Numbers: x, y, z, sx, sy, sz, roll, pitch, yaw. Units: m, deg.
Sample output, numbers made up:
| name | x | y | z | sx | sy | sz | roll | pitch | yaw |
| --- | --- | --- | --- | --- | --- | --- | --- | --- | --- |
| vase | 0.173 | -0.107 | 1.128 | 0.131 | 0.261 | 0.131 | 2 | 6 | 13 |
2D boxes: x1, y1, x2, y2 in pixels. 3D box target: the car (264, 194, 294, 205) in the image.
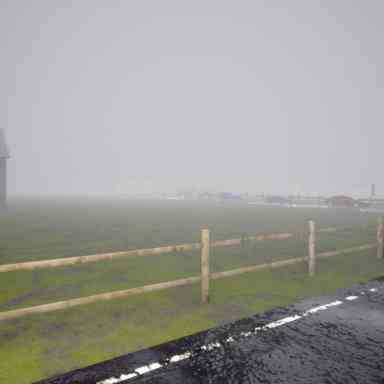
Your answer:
| name | x | y | z | sx | sy | sz | roll | pitch | yaw |
| --- | --- | --- | --- | --- | --- | --- | --- | --- | --- |
| car | 11.996 | 1.020 | 46.127 | 1.994 | 1.385 | 4.181 | 0 | 1 | -34 |

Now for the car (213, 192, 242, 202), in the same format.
| name | x | y | z | sx | sy | sz | roll | pitch | yaw |
| --- | --- | --- | --- | --- | --- | --- | --- | --- | --- |
| car | 6.097 | 0.751 | 54.376 | 1.882 | 1.535 | 5.008 | 0 | 1 | -35 |

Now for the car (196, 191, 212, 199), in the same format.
| name | x | y | z | sx | sy | sz | roll | pitch | yaw |
| --- | --- | --- | --- | --- | --- | --- | --- | --- | --- |
| car | 2.653 | 0.597 | 65.423 | 1.837 | 1.490 | 4.892 | 0 | 1 | -35 |

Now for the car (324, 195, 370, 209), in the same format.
| name | x | y | z | sx | sy | sz | roll | pitch | yaw |
| --- | --- | --- | --- | --- | --- | --- | --- | --- | --- |
| car | 17.717 | 1.112 | 38.098 | 1.882 | 1.535 | 5.008 | 0 | 1 | -36 |

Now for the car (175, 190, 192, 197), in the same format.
| name | x | y | z | sx | sy | sz | roll | pitch | yaw |
| --- | --- | --- | --- | --- | --- | --- | --- | --- | --- |
| car | -1.916 | 0.362 | 71.761 | 1.837 | 1.490 | 4.892 | 0 | 1 | -36 |
